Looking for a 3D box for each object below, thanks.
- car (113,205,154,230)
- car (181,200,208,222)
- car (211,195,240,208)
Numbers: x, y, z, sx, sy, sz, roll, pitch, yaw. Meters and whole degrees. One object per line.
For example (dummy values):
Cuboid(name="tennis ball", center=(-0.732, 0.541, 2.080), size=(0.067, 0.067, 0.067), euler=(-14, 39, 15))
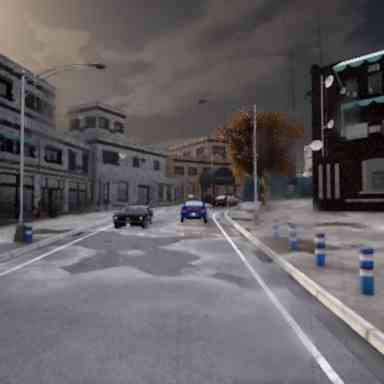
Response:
Cuboid(name="car", center=(-3.575, 1.537, 20.904), size=(1.895, 1.301, 4.718), euler=(0, 0, 0))
Cuboid(name="car", center=(0.206, 1.375, 25.407), size=(1.882, 1.535, 5.008), euler=(0, 0, 2))
Cuboid(name="car", center=(4.158, 1.118, 40.393), size=(1.882, 1.535, 5.008), euler=(-2, 1, 33))
